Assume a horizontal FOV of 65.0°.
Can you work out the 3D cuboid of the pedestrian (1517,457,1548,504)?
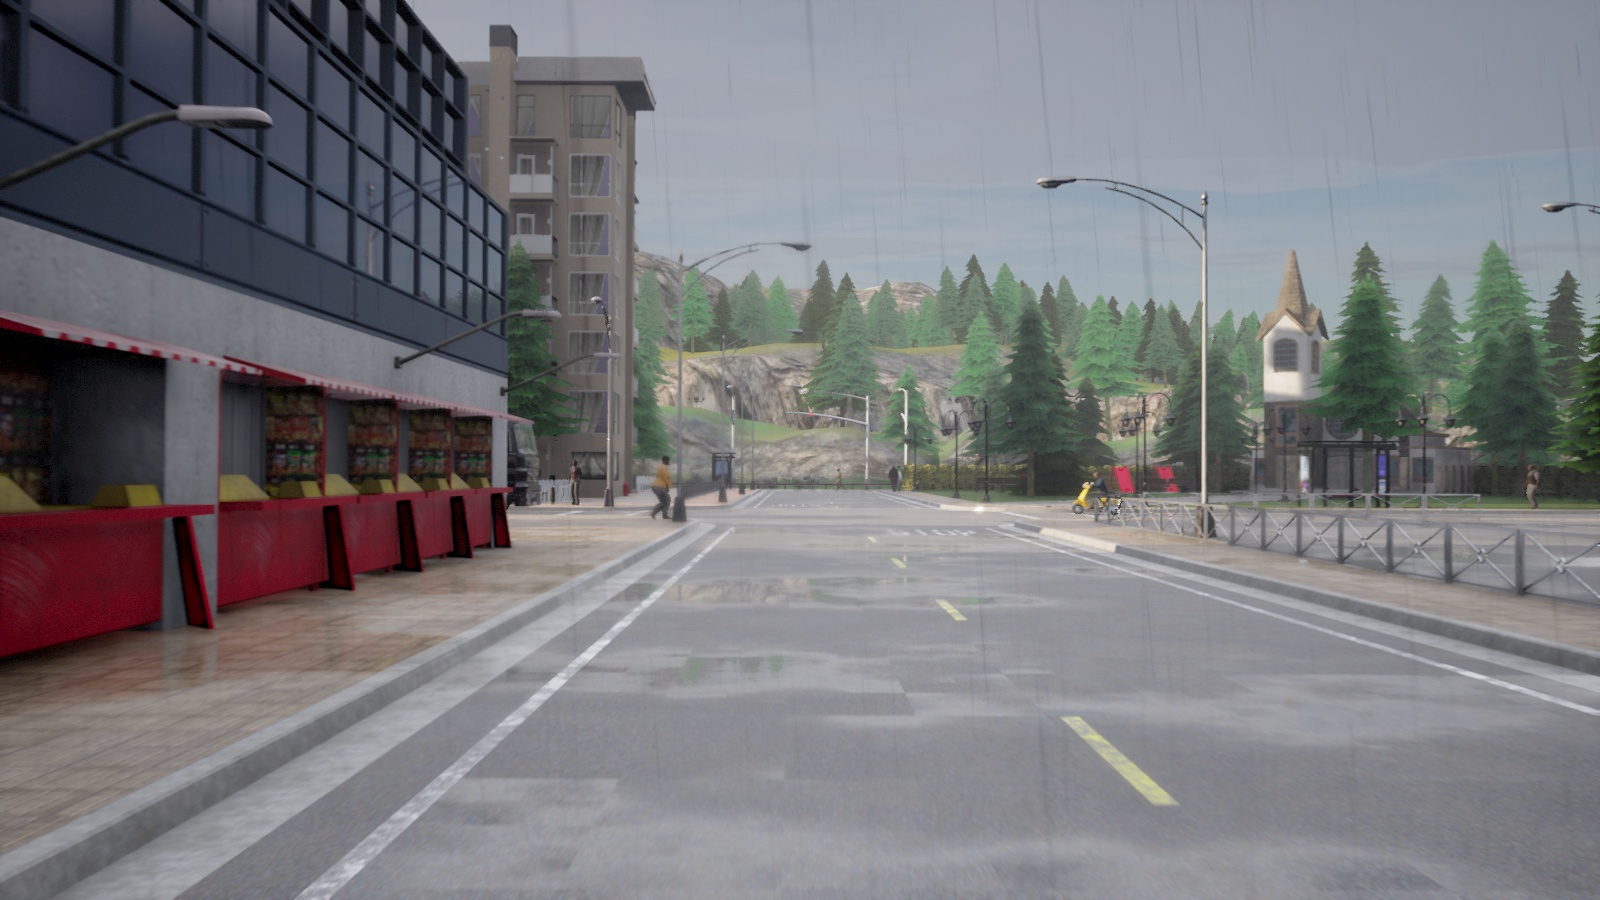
[{"bbox_3d":[29.203,1.207,50.065,0.849,1.883,0.563,0,-1,-3],"label":"pedestrian"}]

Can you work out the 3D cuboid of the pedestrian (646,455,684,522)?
[{"bbox_3d":[-3.808,1.076,35.344,0.900,1.855,0.874,0,-1,-18],"label":"pedestrian"}]

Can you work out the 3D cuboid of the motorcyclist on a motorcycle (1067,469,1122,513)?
[{"bbox_3d":[10.839,1.515,46.283,1.817,1.590,0.866,0,-1,-1],"label":"motorcyclist on a motorcycle"}]

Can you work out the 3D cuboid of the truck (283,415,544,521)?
[{"bbox_3d":[-12.931,0.608,42.500,7.936,3.462,2.891,0,-1,-1],"label":"truck"}]

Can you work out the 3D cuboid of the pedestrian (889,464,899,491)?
[{"bbox_3d":[6.464,1.895,86.330,0.634,1.844,0.899,0,-1,0],"label":"pedestrian"}]

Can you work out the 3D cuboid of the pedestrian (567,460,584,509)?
[{"bbox_3d":[-8.963,1.361,50.169,0.402,1.930,0.666,-1,-1,21],"label":"pedestrian"}]
